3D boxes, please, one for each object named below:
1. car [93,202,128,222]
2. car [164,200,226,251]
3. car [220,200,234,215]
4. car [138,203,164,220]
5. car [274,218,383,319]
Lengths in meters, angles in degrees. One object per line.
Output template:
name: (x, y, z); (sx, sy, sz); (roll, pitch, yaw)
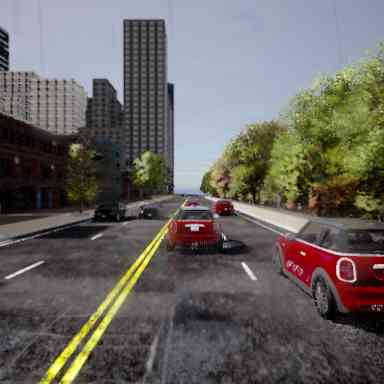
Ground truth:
car: (-6.586, 1.545, 27.302); (1.882, 1.535, 5.008); (0, 0, 0)
car: (0.101, 1.389, 14.449); (2.097, 1.767, 4.553); (0, 0, 0)
car: (3.351, 1.564, 35.567); (1.882, 1.535, 5.008); (0, 0, 0)
car: (-3.335, 1.634, 28.309); (1.994, 1.385, 4.181); (0, 0, 0)
car: (3.351, 1.372, 7.585); (2.097, 1.767, 4.553); (0, 0, 0)
